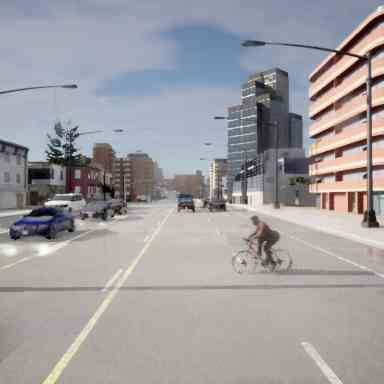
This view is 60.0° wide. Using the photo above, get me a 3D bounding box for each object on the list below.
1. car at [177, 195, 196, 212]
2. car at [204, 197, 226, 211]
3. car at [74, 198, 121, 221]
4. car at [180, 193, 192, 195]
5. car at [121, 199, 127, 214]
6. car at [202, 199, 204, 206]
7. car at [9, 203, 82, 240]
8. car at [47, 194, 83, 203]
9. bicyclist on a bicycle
[{"bbox_3d":[-0.633,1.407,37.476,1.837,1.490,4.892,0,0,-1],"label":"car"},{"bbox_3d":[2.867,1.389,38.778,2.128,1.511,4.902,0,0,-1],"label":"car"},{"bbox_3d":[-7.503,1.437,26.937,2.128,1.511,4.902,0,0,-1],"label":"car"},{"bbox_3d":[-0.870,1.139,47.536,2.150,2.045,5.566,0,-1,-1],"label":"car"},{"bbox_3d":[-7.672,1.425,33.122,1.837,1.490,4.892,0,0,-1],"label":"car"},{"bbox_3d":[2.623,1.419,48.770,2.128,1.511,4.902,0,-1,-1],"label":"car"},{"bbox_3d":[-7.405,1.512,16.987,1.812,1.442,4.674,0,0,-1],"label":"car"},{"bbox_3d":[-11.129,1.160,29.353,2.150,2.045,5.566,0,0,0],"label":"car"},{"bbox_3d":[1.905,1.458,9.109,1.656,1.620,0.582,-2,0,-1],"label":"bicyclist on a bicycle"}]
